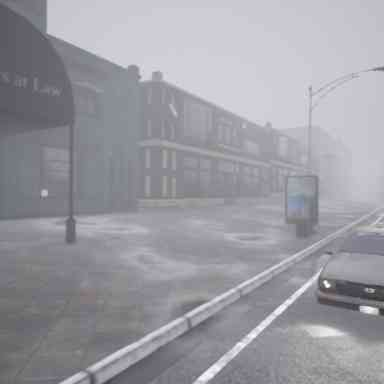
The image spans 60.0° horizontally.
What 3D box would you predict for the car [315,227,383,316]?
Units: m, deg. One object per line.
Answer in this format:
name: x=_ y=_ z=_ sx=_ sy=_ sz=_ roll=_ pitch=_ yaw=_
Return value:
car: x=4.369 y=1.556 z=7.698 sx=2.033 sy=1.411 sz=5.357 roll=0 pitch=0 yaw=33
